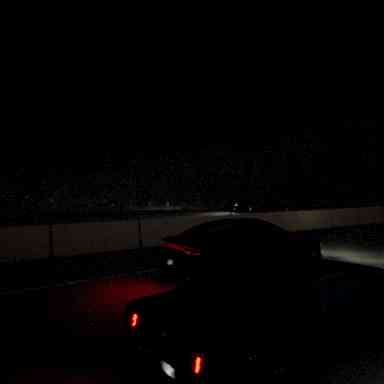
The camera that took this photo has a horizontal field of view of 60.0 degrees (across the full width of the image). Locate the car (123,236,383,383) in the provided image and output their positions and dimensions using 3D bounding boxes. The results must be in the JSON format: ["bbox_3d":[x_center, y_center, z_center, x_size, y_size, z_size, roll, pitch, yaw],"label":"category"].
[{"bbox_3d":[1.552,1.588,4.847,4.718,1.301,1.895,0,0,-35],"label":"car"}]

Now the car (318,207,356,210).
[{"bbox_3d":[13.455,1.640,30.734,4.181,1.385,1.994,1,0,-35],"label":"car"}]

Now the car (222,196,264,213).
[{"bbox_3d":[5.899,1.407,38.245,4.553,1.767,2.097,1,0,-35],"label":"car"}]

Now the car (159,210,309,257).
[{"bbox_3d":[1.502,1.459,9.106,5.008,1.535,1.882,0,0,-35],"label":"car"}]

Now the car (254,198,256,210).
[{"bbox_3d":[7.965,1.548,35.420,4.902,1.511,2.128,1,0,-35],"label":"car"}]
